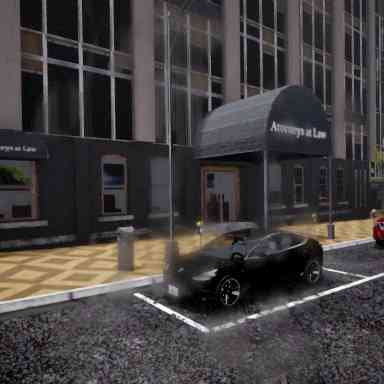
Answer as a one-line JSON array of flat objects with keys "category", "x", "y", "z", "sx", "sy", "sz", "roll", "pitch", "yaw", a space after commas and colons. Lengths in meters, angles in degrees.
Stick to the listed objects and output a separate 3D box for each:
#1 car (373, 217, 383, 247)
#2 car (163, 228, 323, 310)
[{"category": "car", "x": 9.642, "y": 1.310, "z": 14.054, "sx": 5.009, "sy": 1.841, "sz": 2.192, "roll": 0, "pitch": -1, "yaw": -37}, {"category": "car", "x": 1.370, "y": 1.564, "z": 7.847, "sx": 4.313, "sy": 1.339, "sz": 1.947, "roll": 0, "pitch": -1, "yaw": -37}]
